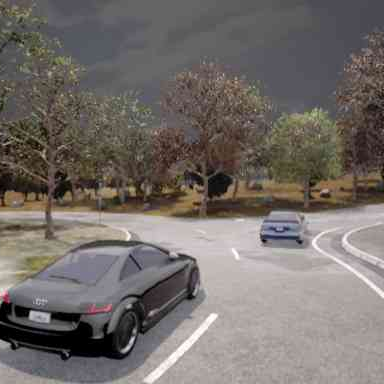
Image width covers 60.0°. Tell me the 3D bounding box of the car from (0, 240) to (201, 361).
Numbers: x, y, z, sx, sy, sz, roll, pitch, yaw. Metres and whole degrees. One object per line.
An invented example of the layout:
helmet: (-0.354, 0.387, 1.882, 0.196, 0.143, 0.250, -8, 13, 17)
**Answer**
car: (-1.282, 1.571, 6.157, 1.994, 1.385, 4.181, 0, 0, 20)

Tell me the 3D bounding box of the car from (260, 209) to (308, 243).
car: (4.545, 1.526, 16.149, 2.033, 1.411, 5.357, 0, 2, 21)
